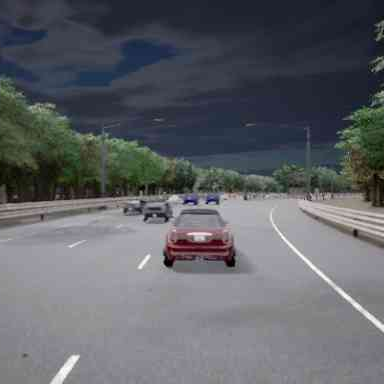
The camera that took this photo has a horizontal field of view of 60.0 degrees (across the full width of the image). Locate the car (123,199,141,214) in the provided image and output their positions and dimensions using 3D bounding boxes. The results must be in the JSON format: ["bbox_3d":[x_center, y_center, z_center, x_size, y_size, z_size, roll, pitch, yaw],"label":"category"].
[{"bbox_3d":[-5.696,1.455,34.073,1.812,1.442,4.674,0,0,4],"label":"car"}]

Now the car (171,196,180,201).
[{"bbox_3d":[-2.961,1.397,61.496,1.812,1.442,4.674,0,0,8],"label":"car"}]

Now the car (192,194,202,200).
[{"bbox_3d":[1.327,1.348,88.314,1.994,1.385,4.181,0,0,11],"label":"car"}]

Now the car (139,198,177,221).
[{"bbox_3d":[-2.583,1.475,26.531,1.837,1.490,4.892,0,0,3],"label":"car"}]

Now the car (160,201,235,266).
[{"bbox_3d":[0.263,1.352,11.686,2.097,1.767,4.553,0,0,1],"label":"car"}]

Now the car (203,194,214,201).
[{"bbox_3d":[4.112,1.343,84.227,2.128,1.511,4.902,0,0,11],"label":"car"}]

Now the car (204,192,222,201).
[{"bbox_3d":[3.826,1.114,59.808,2.150,2.045,5.566,0,0,7],"label":"car"}]

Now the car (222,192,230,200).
[{"bbox_3d":[7.810,1.051,84.950,2.150,2.045,5.566,0,0,11],"label":"car"}]

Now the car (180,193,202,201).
[{"bbox_3d":[-0.086,1.121,55.756,2.150,2.045,5.566,0,0,7],"label":"car"}]
